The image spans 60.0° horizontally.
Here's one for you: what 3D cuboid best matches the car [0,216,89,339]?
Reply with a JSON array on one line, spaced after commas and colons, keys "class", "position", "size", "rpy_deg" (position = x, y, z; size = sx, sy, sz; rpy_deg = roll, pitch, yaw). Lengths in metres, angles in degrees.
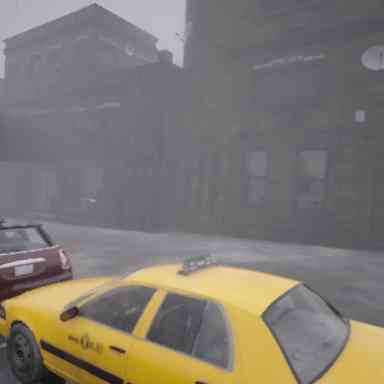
[{"class": "car", "position": [-4.502, 1.296, 6.742], "size": [4.553, 1.767, 2.185], "rpy_deg": [1, 0, 36]}]
